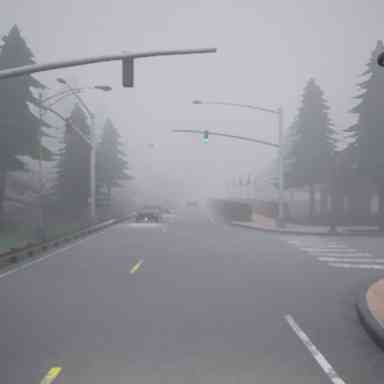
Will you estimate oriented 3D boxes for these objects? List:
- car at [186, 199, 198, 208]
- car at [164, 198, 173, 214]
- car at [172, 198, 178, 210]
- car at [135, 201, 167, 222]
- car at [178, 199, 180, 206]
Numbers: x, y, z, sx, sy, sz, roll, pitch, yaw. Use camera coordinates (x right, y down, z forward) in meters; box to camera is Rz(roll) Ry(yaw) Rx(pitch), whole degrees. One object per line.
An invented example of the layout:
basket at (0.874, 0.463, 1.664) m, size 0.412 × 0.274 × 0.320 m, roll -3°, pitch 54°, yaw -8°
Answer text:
car at (0.037, 1.862, 55.630) m, size 1.882 × 1.535 × 5.008 m, roll 0°, pitch 0°, yaw 0°
car at (-3.567, 1.794, 38.816) m, size 1.812 × 1.442 × 4.674 m, roll 0°, pitch 0°, yaw 0°
car at (-3.561, 1.848, 49.764) m, size 1.837 × 1.490 × 4.892 m, roll 0°, pitch 0°, yaw 0°
car at (-3.581, 1.745, 28.545) m, size 2.033 × 1.411 × 5.357 m, roll 0°, pitch 0°, yaw 0°
car at (-3.459, 1.937, 65.751) m, size 1.882 × 1.535 × 5.008 m, roll 0°, pitch -1°, yaw 0°
